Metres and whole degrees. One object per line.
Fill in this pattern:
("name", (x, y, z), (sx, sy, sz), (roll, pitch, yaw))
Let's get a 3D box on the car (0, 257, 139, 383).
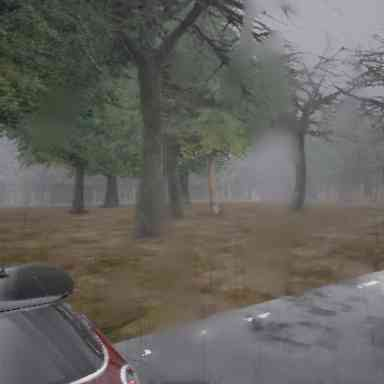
("car", (-2.489, 1.352, 1.545), (4.553, 1.767, 2.097), (0, 0, -35))
